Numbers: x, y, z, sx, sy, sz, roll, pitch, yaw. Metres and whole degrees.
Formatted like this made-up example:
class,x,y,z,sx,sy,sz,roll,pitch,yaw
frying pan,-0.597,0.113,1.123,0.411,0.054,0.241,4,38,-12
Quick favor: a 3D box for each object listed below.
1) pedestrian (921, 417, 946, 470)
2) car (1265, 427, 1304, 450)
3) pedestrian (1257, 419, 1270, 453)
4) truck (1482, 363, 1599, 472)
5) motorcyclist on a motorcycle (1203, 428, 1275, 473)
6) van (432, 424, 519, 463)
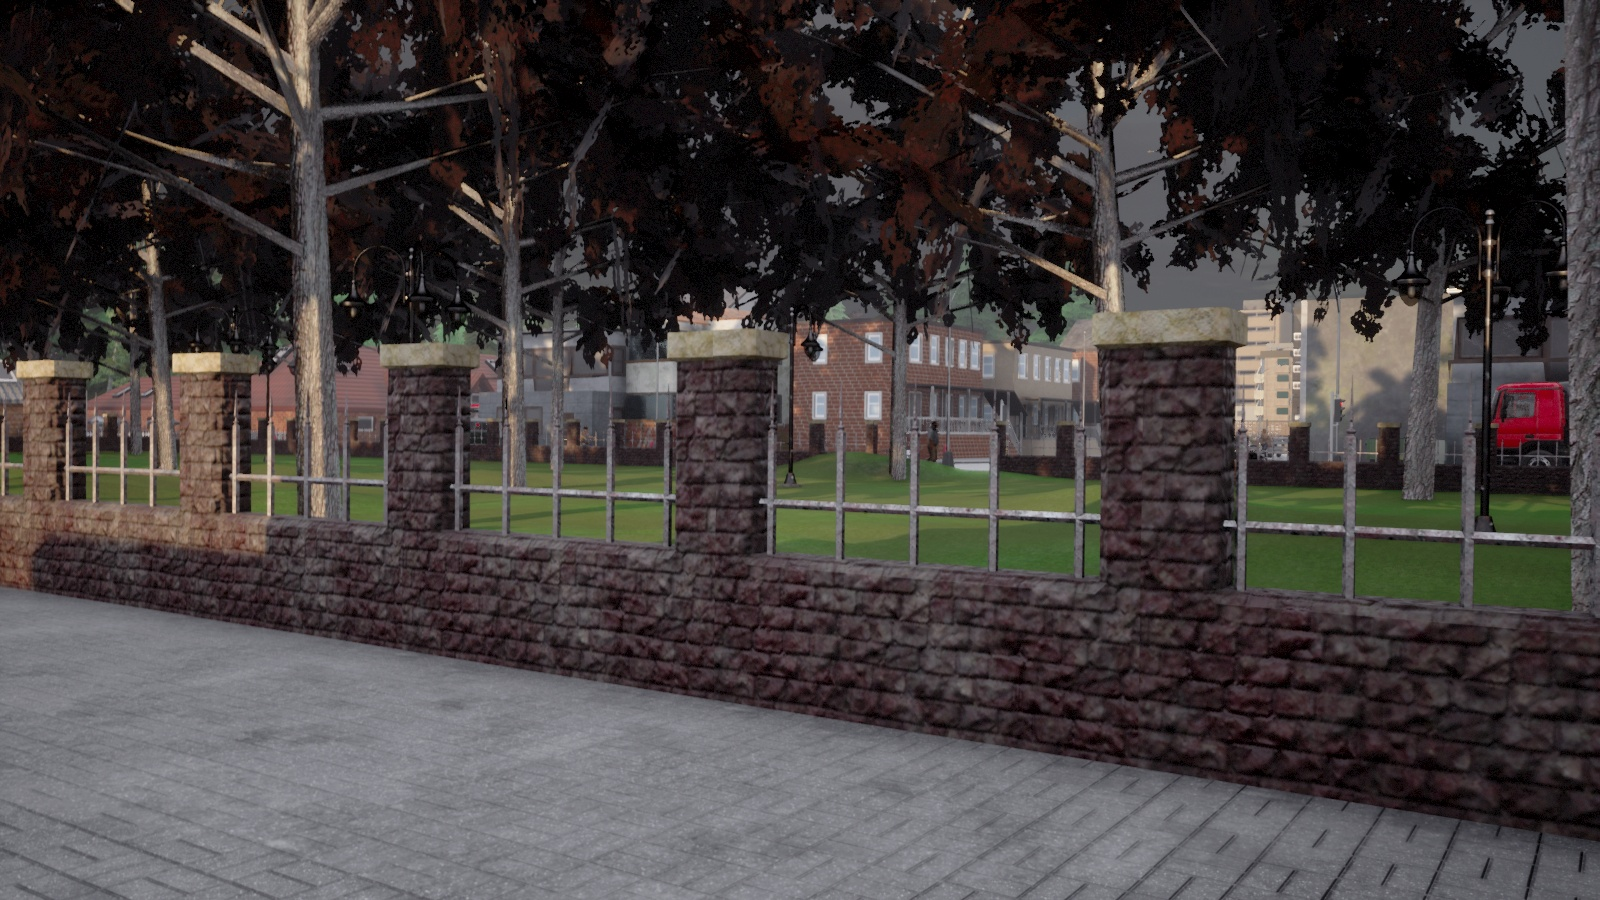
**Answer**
class,x,y,z,sx,sy,sz,roll,pitch,yaw
pedestrian,4.699,-0.240,44.249,0.694,1.848,0.540,0,1,34
car,34.099,-0.838,88.296,1.789,1.549,3.705,0,1,34
pedestrian,24.846,-0.730,67.265,0.328,1.805,0.869,0,1,43
truck,26.782,-1.050,40.766,7.936,3.462,2.891,0,1,34
motorcyclist on a motorcycle,15.235,0.014,43.604,2.191,1.530,0.866,0,1,33
van,-16.779,-0.334,64.965,4.442,1.987,1.775,0,1,32
